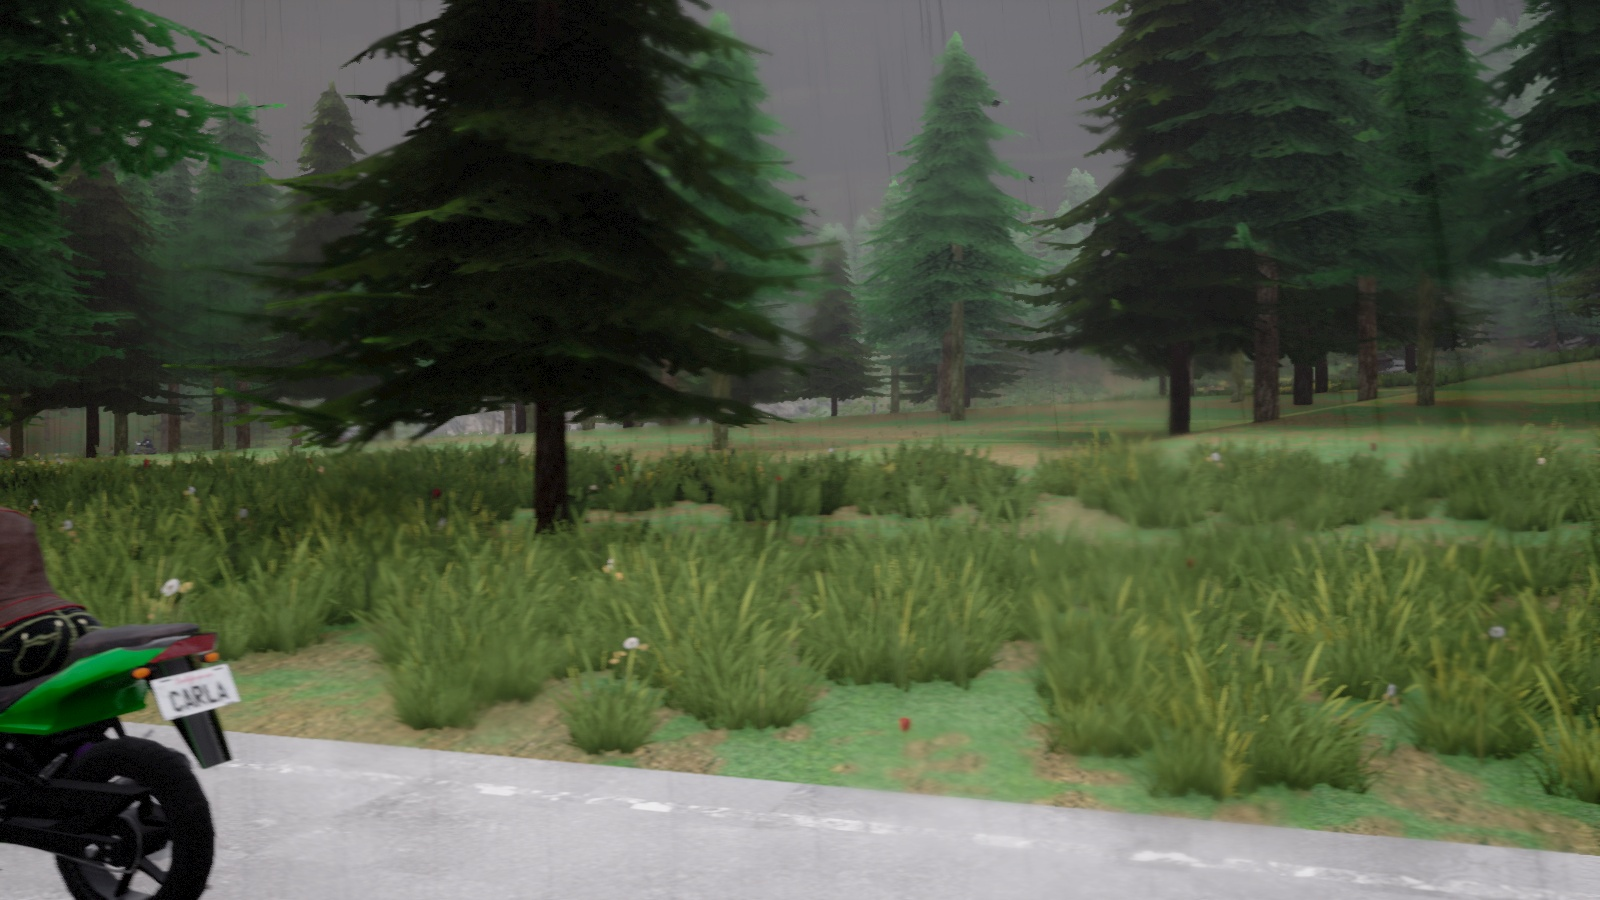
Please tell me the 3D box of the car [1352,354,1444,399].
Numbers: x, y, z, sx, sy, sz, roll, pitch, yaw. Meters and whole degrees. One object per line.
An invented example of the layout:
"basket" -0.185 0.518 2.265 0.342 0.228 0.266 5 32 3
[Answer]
"car" 32.048 -3.902 67.385 1.905 1.878 3.866 0 -4 -34

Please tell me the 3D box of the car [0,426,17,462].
"car" -38.974 -0.261 57.764 2.242 1.667 4.611 1 1 18

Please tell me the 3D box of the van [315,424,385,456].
"van" -28.473 -0.663 79.609 1.775 1.987 4.442 0 1 18

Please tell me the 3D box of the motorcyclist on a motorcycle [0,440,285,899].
"motorcyclist on a motorcycle" -2.815 0.732 4.140 2.044 1.523 0.797 1 1 19
